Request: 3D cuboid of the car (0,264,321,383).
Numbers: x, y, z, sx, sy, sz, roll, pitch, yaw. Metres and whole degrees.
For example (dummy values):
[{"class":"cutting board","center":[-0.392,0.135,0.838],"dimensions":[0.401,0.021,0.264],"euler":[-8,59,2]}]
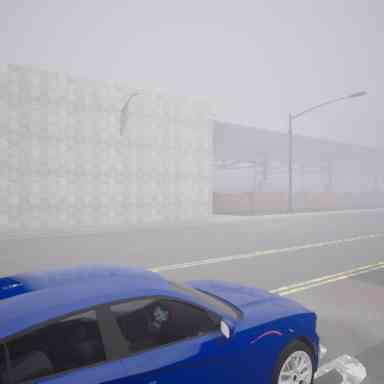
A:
[{"class":"car","center":[-0.791,1.478,3.185],"dimensions":[5.008,1.535,1.882],"euler":[0,0,-36]}]
